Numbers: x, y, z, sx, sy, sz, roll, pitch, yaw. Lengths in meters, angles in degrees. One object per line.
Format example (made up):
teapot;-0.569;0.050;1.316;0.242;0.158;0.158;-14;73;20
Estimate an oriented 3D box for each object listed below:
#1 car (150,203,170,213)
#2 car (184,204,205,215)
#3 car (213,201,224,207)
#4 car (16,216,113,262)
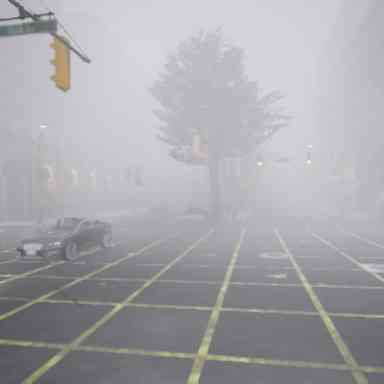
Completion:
car;-4.784;2.341;49.530;1.895;1.301;4.718;-1;-1;11
car;0.339;2.143;40.455;1.994;1.385;4.181;-1;0;11
car;4.995;2.138;64.629;2.097;1.767;4.553;-1;-1;11
car;-4.872;1.765;13.430;2.128;1.511;4.902;-1;-1;11
